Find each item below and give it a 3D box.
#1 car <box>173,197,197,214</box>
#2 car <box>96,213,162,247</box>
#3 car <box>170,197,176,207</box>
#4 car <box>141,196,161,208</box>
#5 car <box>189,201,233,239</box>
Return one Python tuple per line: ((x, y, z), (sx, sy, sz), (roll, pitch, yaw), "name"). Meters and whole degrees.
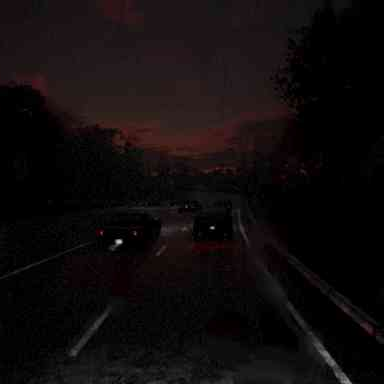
((-0.217, 1.516, 35.429), (2.033, 1.411, 5.357), (0, 0, 8), "car")
((-2.611, 1.602, 14.979), (1.895, 1.301, 4.718), (0, 0, 5), "car")
((-1.879, 1.434, 49.253), (2.033, 1.411, 5.357), (0, 0, 9), "car")
((-5.735, 1.399, 47.276), (1.837, 1.490, 4.892), (0, 0, 9), "car")
((1.161, 1.488, 17.653), (1.882, 1.535, 5.008), (0, 0, 5), "car")
